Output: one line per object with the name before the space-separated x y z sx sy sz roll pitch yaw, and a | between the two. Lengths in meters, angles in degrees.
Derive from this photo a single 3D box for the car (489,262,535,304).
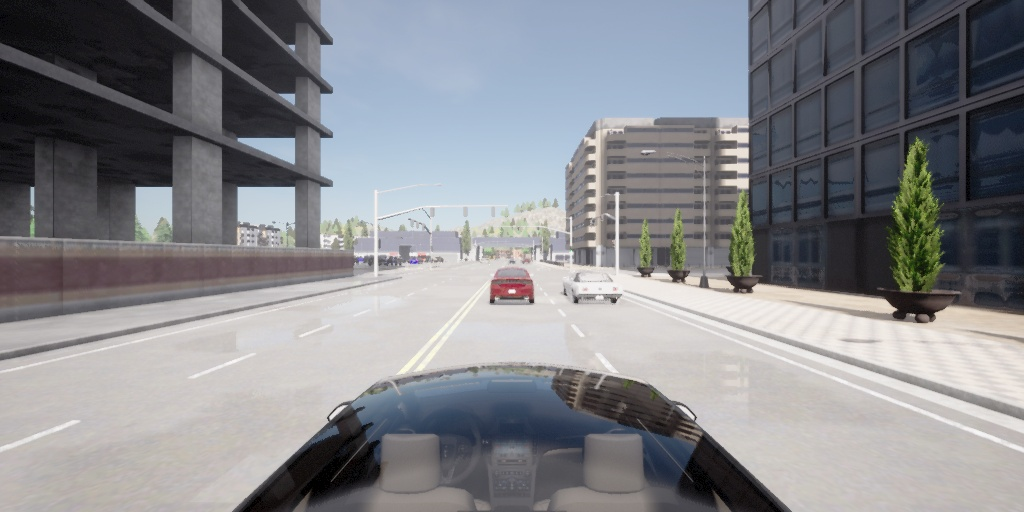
car | 0.000 1.233 16.500 1.882 1.535 5.008 0 0 0

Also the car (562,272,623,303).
car | 3.500 1.364 16.530 1.895 1.301 4.718 0 0 0
